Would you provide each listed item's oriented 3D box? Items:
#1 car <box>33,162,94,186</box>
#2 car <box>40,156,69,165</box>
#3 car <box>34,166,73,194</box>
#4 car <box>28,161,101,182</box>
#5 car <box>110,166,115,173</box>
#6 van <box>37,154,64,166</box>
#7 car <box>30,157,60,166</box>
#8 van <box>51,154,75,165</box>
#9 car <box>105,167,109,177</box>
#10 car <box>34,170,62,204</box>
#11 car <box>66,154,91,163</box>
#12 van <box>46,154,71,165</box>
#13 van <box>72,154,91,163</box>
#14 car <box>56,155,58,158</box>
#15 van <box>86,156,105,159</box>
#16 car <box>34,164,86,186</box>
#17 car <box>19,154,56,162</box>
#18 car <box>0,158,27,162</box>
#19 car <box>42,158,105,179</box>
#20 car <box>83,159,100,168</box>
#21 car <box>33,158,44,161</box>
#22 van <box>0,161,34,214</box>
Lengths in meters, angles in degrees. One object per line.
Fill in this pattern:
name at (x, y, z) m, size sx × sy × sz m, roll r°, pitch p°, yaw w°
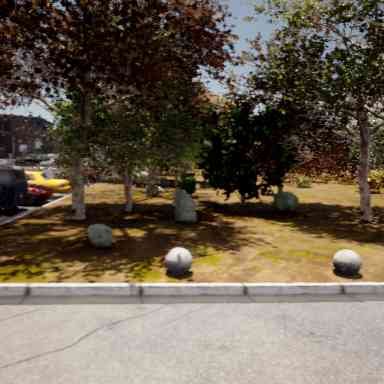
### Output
car at (-10.169, -1.117, 24.540) m, size 4.892 × 1.521 × 2.231 m, roll 2°, pitch 6°, yaw -6°
car at (-27.382, -6.225, 66.421) m, size 5.008 × 1.535 × 2.097 m, roll 2°, pitch 6°, yaw -6°
car at (-9.813, -0.549, 19.029) m, size 5.366 × 1.575 × 1.946 m, roll 2°, pitch 6°, yaw -6°
car at (-10.425, -1.408, 27.288) m, size 5.008 × 1.535 × 2.097 m, roll 2°, pitch 6°, yaw -6°
car at (-11.240, -2.277, 35.529) m, size 5.008 × 1.535 × 2.097 m, roll 2°, pitch 6°, yaw -6°
van at (-26.978, -6.152, 63.636) m, size 4.442 × 1.987 × 1.878 m, roll 2°, pitch 6°, yaw -6°
car at (-26.835, -5.601, 60.876) m, size 4.674 × 1.452 × 2.002 m, roll 2°, pitch 6°, yaw -6°
van at (-27.790, -7.033, 71.963) m, size 4.442 × 1.987 × 1.878 m, roll 2°, pitch 6°, yaw -6°
car at (-10.971, -1.948, 32.786) m, size 4.674 × 1.452 × 2.002 m, roll 2°, pitch 6°, yaw -6°
car at (-9.332, -0.216, 16.305) m, size 4.792 × 1.488 × 2.163 m, roll 2°, pitch 6°, yaw -6°
car at (-29.282, -8.591, 85.818) m, size 5.566 × 2.045 × 2.435 m, roll 2°, pitch 6°, yaw -6°
van at (-27.751, -6.747, 69.166) m, size 4.442 × 1.987 × 1.878 m, roll 2°, pitch 6°, yaw -6°
van at (-29.409, -8.873, 88.608) m, size 4.442 × 1.987 × 1.878 m, roll 2°, pitch 6°, yaw -6°
car at (-26.749, -5.361, 58.078) m, size 5.366 × 1.575 × 1.946 m, roll 2°, pitch 6°, yaw -6°
van at (-11.643, -3.074, 41.015) m, size 4.442 × 1.987 × 1.878 m, roll 2°, pitch 6°, yaw -6°
car at (-9.868, -0.798, 21.800) m, size 4.792 × 1.488 × 2.163 m, roll 2°, pitch 6°, yaw -6°
car at (-26.309, -5.309, 55.294) m, size 5.566 × 2.045 × 2.435 m, roll 2°, pitch 6°, yaw -6°
car at (-19.611, -2.576, 34.721) m, size 2.033 × 1.411 × 5.357 m, roll 2°, pitch 6°, yaw -6°
car at (-10.661, -1.822, 30.026) m, size 4.553 × 1.767 × 2.185 m, roll 2°, pitch 6°, yaw -6°
car at (-18.883, -5.381, 62.638) m, size 2.128 × 1.511 × 4.902 m, roll 2°, pitch 6°, yaw -6°
car at (-16.573, -2.879, 38.947) m, size 1.837 × 1.490 × 4.892 m, roll 2°, pitch 6°, yaw -6°
van at (-9.197, -0.185, 13.519) m, size 4.442 × 1.987 × 1.878 m, roll 2°, pitch 6°, yaw -6°
